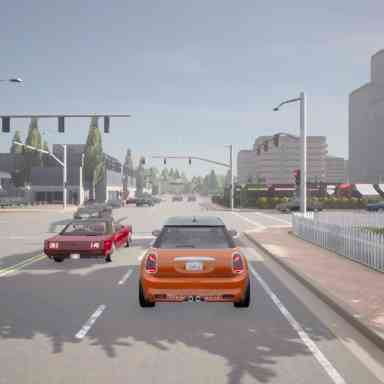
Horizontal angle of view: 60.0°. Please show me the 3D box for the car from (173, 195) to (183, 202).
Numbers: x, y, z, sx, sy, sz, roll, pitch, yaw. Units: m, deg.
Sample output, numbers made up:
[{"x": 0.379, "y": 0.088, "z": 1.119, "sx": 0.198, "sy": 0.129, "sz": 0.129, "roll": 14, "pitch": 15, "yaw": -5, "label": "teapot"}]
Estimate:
[{"x": -3.539, "y": 1.513, "z": 77.754, "sx": 1.812, "sy": 1.442, "sz": 4.674, "roll": 0, "pitch": 0, "yaw": 0, "label": "car"}]

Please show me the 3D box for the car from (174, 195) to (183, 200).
[{"x": -3.544, "y": 1.425, "z": 87.709, "sx": 1.994, "sy": 1.385, "sz": 4.181, "roll": 0, "pitch": 0, "yaw": 0, "label": "car"}]

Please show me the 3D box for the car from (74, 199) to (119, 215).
[{"x": -7.113, "y": 1.491, "z": 24.322, "sx": 2.128, "sy": 1.511, "sz": 4.902, "roll": 0, "pitch": 0, "yaw": 0, "label": "car"}]

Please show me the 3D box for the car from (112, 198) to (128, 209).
[{"x": -10.621, "y": 1.564, "z": 46.334, "sx": 1.994, "sy": 1.385, "sz": 4.181, "roll": 0, "pitch": 0, "yaw": 0, "label": "car"}]

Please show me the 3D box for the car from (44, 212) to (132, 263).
[{"x": -3.422, "y": 1.601, "z": 11.996, "sx": 1.895, "sy": 1.301, "sz": 4.718, "roll": 0, "pitch": 0, "yaw": 0, "label": "car"}]

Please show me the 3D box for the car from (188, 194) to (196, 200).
[{"x": -0.044, "y": 1.398, "z": 87.712, "sx": 2.128, "sy": 1.511, "sz": 4.902, "roll": 0, "pitch": 0, "yaw": 0, "label": "car"}]

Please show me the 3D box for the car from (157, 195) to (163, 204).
[{"x": -7.093, "y": 1.563, "z": 62.202, "sx": 1.994, "sy": 1.385, "sz": 4.181, "roll": 0, "pitch": 0, "yaw": 0, "label": "car"}]

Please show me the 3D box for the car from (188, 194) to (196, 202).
[{"x": -0.039, "y": 1.531, "z": 77.437, "sx": 2.033, "sy": 1.411, "sz": 5.357, "roll": 0, "pitch": 0, "yaw": 0, "label": "car"}]

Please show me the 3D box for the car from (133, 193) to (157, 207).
[{"x": -7.121, "y": 1.222, "z": 51.161, "sx": 2.150, "sy": 2.045, "sz": 5.566, "roll": 0, "pitch": 0, "yaw": 1, "label": "car"}]

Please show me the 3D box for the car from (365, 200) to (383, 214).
[{"x": 20.898, "y": 1.478, "z": 35.005, "sx": 5.008, "sy": 1.535, "sz": 1.882, "roll": 0, "pitch": 0, "yaw": -2, "label": "car"}]

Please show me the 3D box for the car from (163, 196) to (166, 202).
[{"x": -7.038, "y": 1.524, "z": 76.309, "sx": 1.812, "sy": 1.442, "sz": 4.674, "roll": 0, "pitch": 0, "yaw": 0, "label": "car"}]

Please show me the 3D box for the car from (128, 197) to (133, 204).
[{"x": -10.605, "y": 1.601, "z": 59.537, "sx": 1.895, "sy": 1.301, "sz": 4.718, "roll": 0, "pitch": 0, "yaw": 0, "label": "car"}]

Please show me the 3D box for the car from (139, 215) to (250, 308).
[{"x": 0.060, "y": 1.352, "z": 8.101, "sx": 2.097, "sy": 1.767, "sz": 4.553, "roll": 0, "pitch": 0, "yaw": 0, "label": "car"}]

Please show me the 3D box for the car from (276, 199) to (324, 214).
[{"x": 11.254, "y": 1.491, "z": 34.762, "sx": 4.902, "sy": 1.511, "sz": 2.128, "roll": 0, "pitch": 0, "yaw": -1, "label": "car"}]
